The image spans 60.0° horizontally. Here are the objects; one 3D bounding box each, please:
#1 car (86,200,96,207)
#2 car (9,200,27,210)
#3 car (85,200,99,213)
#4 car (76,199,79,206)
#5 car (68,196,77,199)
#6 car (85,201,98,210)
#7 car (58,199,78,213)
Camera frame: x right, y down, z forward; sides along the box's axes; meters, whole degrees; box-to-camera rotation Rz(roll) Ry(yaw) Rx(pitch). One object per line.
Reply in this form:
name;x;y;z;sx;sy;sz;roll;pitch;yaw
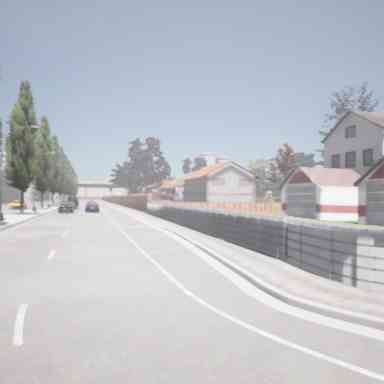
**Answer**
car;-20.726;2.293;68.095;1.994;1.385;4.181;1;-1;-17
car;-28.710;2.116;54.993;1.882;1.535;5.008;2;-1;-17
car;-14.664;2.265;48.779;1.994;1.385;4.181;1;-1;-17
car;-21.156;2.357;57.874;1.994;1.385;4.181;1;-1;-17
car;-24.075;1.914;67.095;2.150;2.045;5.566;1;-1;-17
car;-17.951;2.398;59.355;2.033;1.411;5.357;1;-1;-17
car;-17.783;2.129;47.017;2.128;1.511;4.902;1;-1;-17
